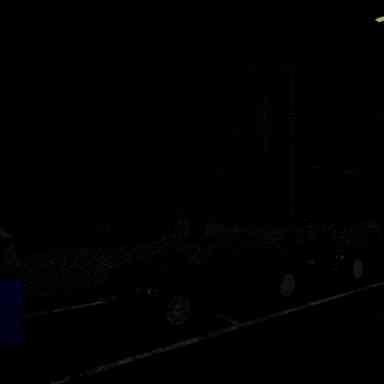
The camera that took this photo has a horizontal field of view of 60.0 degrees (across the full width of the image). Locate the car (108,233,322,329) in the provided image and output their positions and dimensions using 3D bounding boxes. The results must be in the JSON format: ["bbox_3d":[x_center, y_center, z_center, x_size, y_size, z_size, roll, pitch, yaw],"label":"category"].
[{"bbox_3d":[0.498,1.593,7.003,4.507,1.381,1.887,1,-1,-35],"label":"car"}]

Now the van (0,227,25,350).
[{"bbox_3d":[-4.063,1.326,3.755,3.998,1.788,1.690,1,-1,-35],"label":"van"}]

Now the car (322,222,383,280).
[{"bbox_3d":[5.061,1.657,10.253,4.507,1.381,1.887,1,-1,-35],"label":"car"}]
